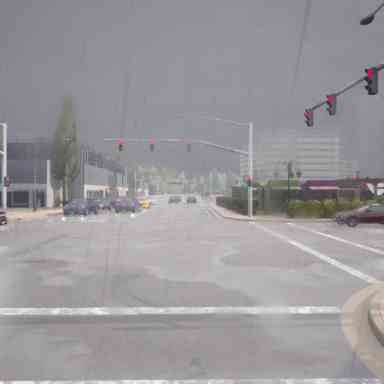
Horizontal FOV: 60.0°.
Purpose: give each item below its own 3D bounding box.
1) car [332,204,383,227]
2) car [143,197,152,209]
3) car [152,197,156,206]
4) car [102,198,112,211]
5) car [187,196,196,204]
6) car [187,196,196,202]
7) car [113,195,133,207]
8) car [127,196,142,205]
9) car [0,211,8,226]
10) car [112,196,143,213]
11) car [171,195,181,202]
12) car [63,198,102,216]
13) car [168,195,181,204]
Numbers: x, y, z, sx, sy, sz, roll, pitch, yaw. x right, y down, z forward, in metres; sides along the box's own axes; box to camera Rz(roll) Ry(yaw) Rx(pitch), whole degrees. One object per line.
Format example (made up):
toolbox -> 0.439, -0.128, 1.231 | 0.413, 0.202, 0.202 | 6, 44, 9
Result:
car -> 11.780, 1.526, 21.998 | 4.674, 1.442, 1.812 | 0, 0, 1
car -> -7.139, 1.477, 46.306 | 1.882, 1.535, 5.008 | 0, 0, 0
car -> -7.137, 1.526, 56.261 | 1.812, 1.442, 4.674 | 0, 0, 0
car -> -10.643, 1.491, 41.489 | 2.128, 1.511, 4.902 | 0, 0, 0
car -> -0.075, 1.491, 64.652 | 2.128, 1.511, 4.902 | 0, 0, 0
car -> -0.088, 1.468, 74.958 | 1.895, 1.301, 4.718 | 0, 0, 0
car -> -10.647, 1.352, 51.496 | 2.097, 1.767, 4.553 | 0, 0, 0
car -> -10.632, 1.503, 61.495 | 1.837, 1.490, 4.892 | 0, 0, 0
car -> -12.712, 1.491, 18.109 | 4.902, 1.511, 2.128 | 0, 0, -2
car -> -7.130, 1.352, 37.184 | 2.097, 1.767, 4.553 | 0, 0, 0
car -> -3.587, 1.425, 74.922 | 1.994, 1.385, 4.181 | 0, 0, 0
car -> -10.714, 1.352, 32.341 | 2.097, 1.767, 4.553 | 0, 0, 2
car -> -3.575, 1.547, 64.648 | 2.033, 1.411, 5.357 | 0, 0, 0
